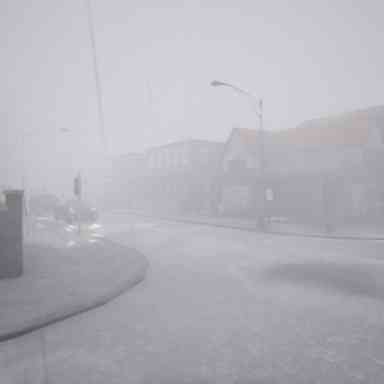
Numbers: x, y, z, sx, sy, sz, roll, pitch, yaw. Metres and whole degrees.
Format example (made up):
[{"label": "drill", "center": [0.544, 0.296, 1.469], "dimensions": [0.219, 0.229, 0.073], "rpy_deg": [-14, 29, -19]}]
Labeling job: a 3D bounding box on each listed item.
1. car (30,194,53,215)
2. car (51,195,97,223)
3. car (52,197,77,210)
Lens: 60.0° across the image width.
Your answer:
[{"label": "car", "center": [-15.056, 1.185, 34.003], "dimensions": [2.150, 2.045, 5.566], "rpy_deg": [0, 0, -35]}, {"label": "car", "center": [-8.867, 1.314, 25.296], "dimensions": [2.097, 1.767, 4.553], "rpy_deg": [0, 0, -36]}, {"label": "car", "center": [-16.880, 1.419, 43.789], "dimensions": [1.882, 1.535, 5.008], "rpy_deg": [0, 0, -35]}]
